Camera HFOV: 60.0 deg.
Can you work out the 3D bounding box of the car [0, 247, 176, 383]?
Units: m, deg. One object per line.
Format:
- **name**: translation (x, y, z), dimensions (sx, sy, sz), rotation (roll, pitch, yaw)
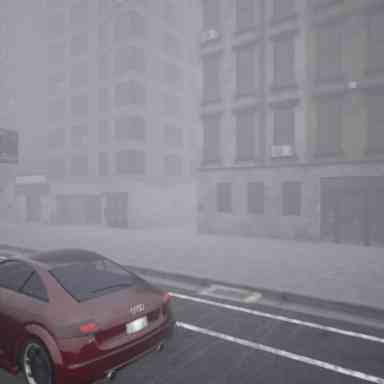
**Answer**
- **car**: translation (-2.298, 1.598, 5.212), dimensions (4.181, 1.385, 1.994), rotation (-1, 0, 36)
